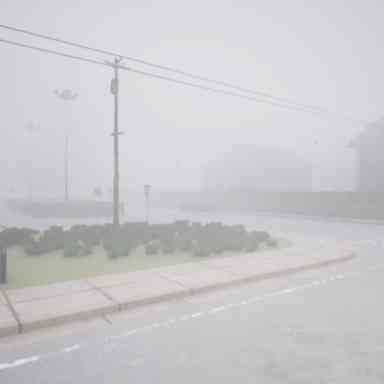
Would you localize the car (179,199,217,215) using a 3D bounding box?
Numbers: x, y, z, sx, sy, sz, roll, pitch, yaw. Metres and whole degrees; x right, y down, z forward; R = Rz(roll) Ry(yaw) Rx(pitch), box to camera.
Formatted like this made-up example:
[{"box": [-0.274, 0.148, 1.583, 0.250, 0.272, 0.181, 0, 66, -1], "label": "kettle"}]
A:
[{"box": [0.529, 1.493, 34.759, 2.128, 1.511, 4.902, 0, 0, -36], "label": "car"}]
